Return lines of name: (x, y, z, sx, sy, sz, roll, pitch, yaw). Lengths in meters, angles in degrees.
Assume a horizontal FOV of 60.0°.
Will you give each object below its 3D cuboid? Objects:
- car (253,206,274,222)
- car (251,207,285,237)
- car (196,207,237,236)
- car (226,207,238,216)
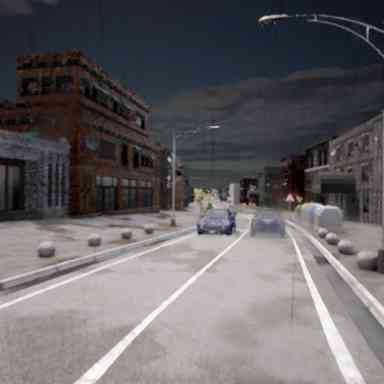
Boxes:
car: (8.355, 2.544, 39.242, 2.097, 1.767, 4.553, 1, -2, 9)
car: (5.128, 1.948, 22.429, 2.097, 1.767, 4.553, 1, -2, 13)
car: (1.712, 1.876, 22.032, 2.097, 1.767, 4.553, 1, -2, 13)
car: (7.446, 3.658, 62.567, 1.837, 1.490, 4.892, 1, -3, 3)
